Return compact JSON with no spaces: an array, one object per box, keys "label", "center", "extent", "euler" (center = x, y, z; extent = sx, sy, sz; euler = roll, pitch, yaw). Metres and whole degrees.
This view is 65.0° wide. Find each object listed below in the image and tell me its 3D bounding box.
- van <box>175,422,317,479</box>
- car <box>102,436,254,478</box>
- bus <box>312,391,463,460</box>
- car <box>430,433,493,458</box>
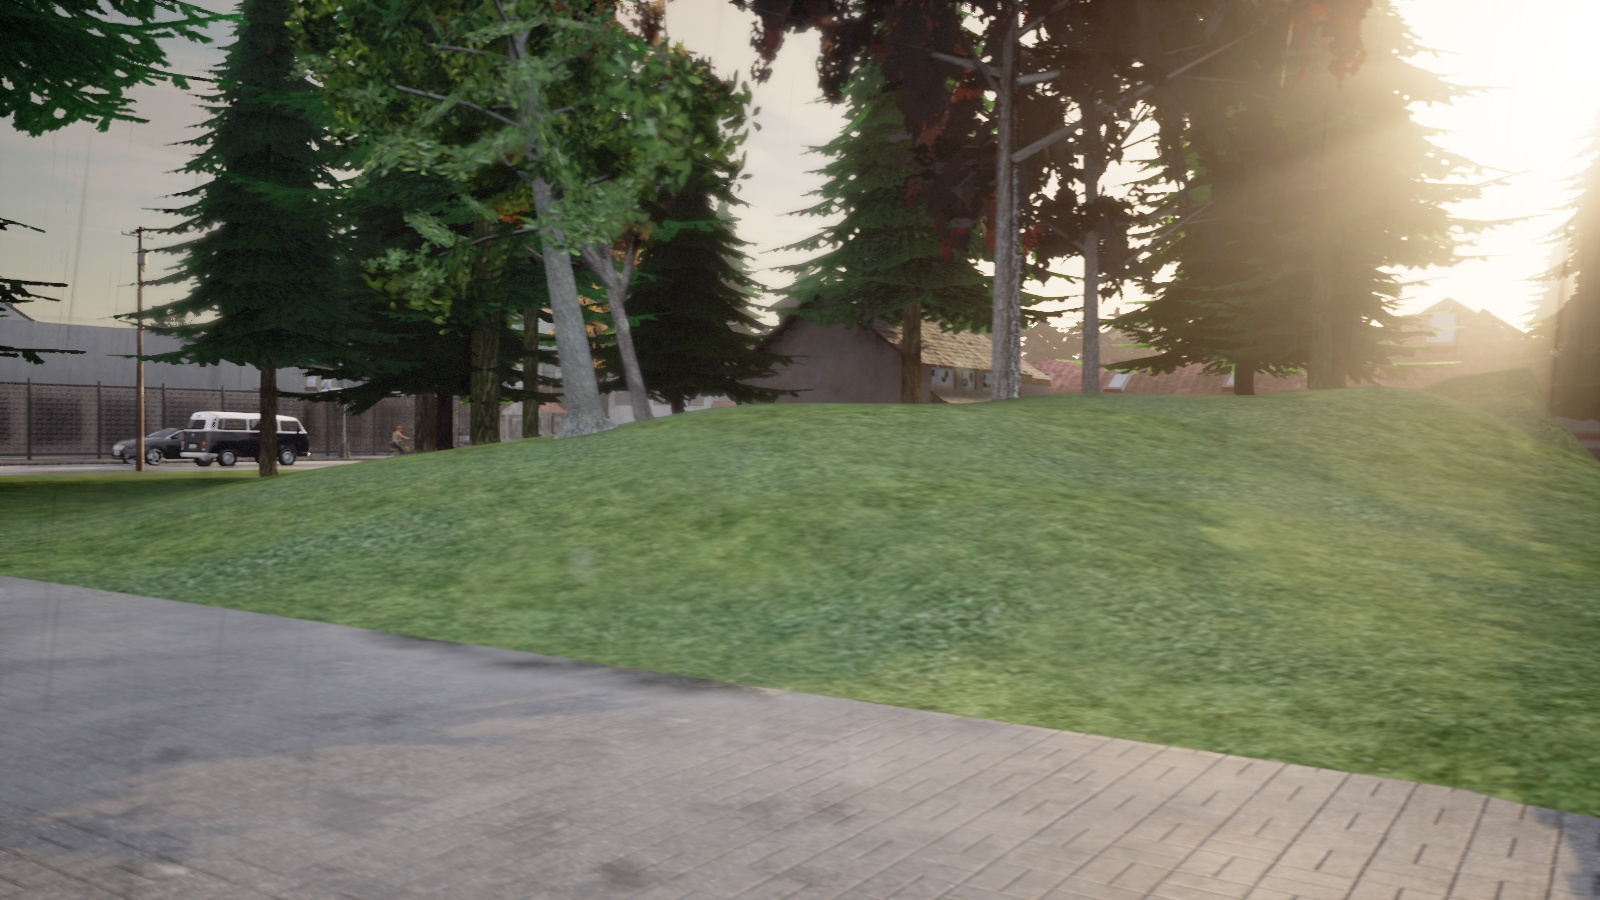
[{"label":"van","center":[-20.835,-0.007,47.371],"extent":[2.069,2.038,4.480],"euler":[0,0,34]},{"label":"car","center":[-24.346,0.235,49.318],"extent":[2.128,1.511,4.902],"euler":[0,1,33]},{"label":"bus","center":[-26.888,-1.515,81.581],"extent":[10.273,4.253,3.944],"euler":[-1,1,35]},{"label":"car","center":[-22.492,-0.304,83.377],"extent":[3.988,1.617,1.851],"euler":[0,1,33]}]
